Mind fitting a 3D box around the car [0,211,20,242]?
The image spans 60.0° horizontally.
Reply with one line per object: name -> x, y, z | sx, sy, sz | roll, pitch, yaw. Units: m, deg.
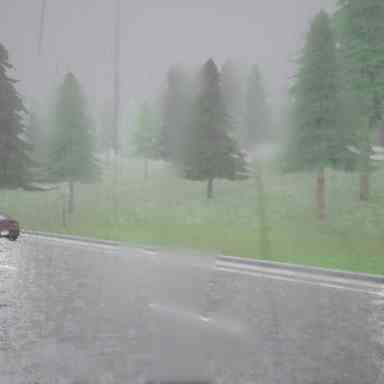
car -> -9.653, 1.526, 15.162 | 4.674, 1.442, 1.812 | 0, 0, 35
